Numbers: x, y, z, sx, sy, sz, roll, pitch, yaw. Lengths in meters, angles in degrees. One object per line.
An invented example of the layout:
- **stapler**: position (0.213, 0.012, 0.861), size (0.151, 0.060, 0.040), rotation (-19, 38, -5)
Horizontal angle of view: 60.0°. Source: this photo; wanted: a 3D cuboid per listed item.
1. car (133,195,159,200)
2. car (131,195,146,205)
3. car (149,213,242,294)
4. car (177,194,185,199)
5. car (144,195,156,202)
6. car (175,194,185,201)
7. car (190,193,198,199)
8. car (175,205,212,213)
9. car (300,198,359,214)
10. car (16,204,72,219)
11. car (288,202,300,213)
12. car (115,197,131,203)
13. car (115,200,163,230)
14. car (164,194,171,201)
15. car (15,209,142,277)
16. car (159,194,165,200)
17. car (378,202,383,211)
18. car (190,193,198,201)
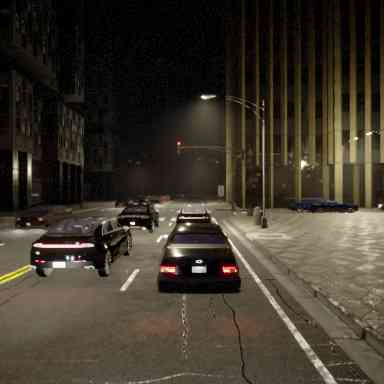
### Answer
- **car**: position (-6.337, 1.408, 46.499), size (2.128, 1.511, 4.902), rotation (0, 0, 1)
- **car**: position (-9.490, 1.396, 59.419), size (1.812, 1.442, 4.674), rotation (0, 1, 1)
- **car**: position (0.148, 1.544, 8.934), size (2.033, 1.411, 5.357), rotation (0, 0, 0)
- **car**: position (-2.757, 1.187, 87.549), size (1.895, 1.301, 4.718), rotation (0, 0, 0)
- **car**: position (-9.333, 1.349, 74.538), size (2.033, 1.411, 5.357), rotation (0, 0, 0)
- **car**: position (-2.817, 1.316, 77.097), size (2.128, 1.511, 4.902), rotation (0, 0, 0)
- **car**: position (0.492, 1.117, 87.500), size (2.128, 1.511, 4.902), rotation (0, 0, 0)
- **car**: position (0.103, 1.476, 18.678), size (2.128, 1.511, 4.902), rotation (0, 0, 0)
- **car**: position (13.279, 1.469, 31.788), size (4.718, 1.301, 1.895), rotation (0, 0, 0)
- **car**: position (-9.725, 1.525, 22.455), size (2.033, 1.411, 5.357), rotation (0, 0, 0)
- **car**: position (12.731, 1.369, 35.023), size (5.008, 1.535, 1.882), rotation (0, 0, 1)
- **car**: position (-9.581, 1.441, 47.130), size (1.812, 1.442, 4.674), rotation (0, 0, 0)
- **car**: position (-3.043, 1.460, 19.586), size (1.882, 1.535, 5.008), rotation (0, 0, 0)
- **car**: position (-6.070, 1.157, 76.541), size (2.097, 1.767, 4.553), rotation (0, 0, 0)
- **car**: position (-3.095, 1.487, 10.211), size (2.128, 1.511, 4.902), rotation (0, 0, 0)
- **car**: position (-6.256, 1.476, 57.752), size (1.895, 1.301, 4.718), rotation (0, 0, 1)
- **car**: position (22.197, 1.343, 34.989), size (4.902, 1.511, 2.128), rotation (0, 0, 0)
- **car**: position (0.433, 1.291, 77.078), size (1.837, 1.490, 4.892), rotation (0, 0, 0)
